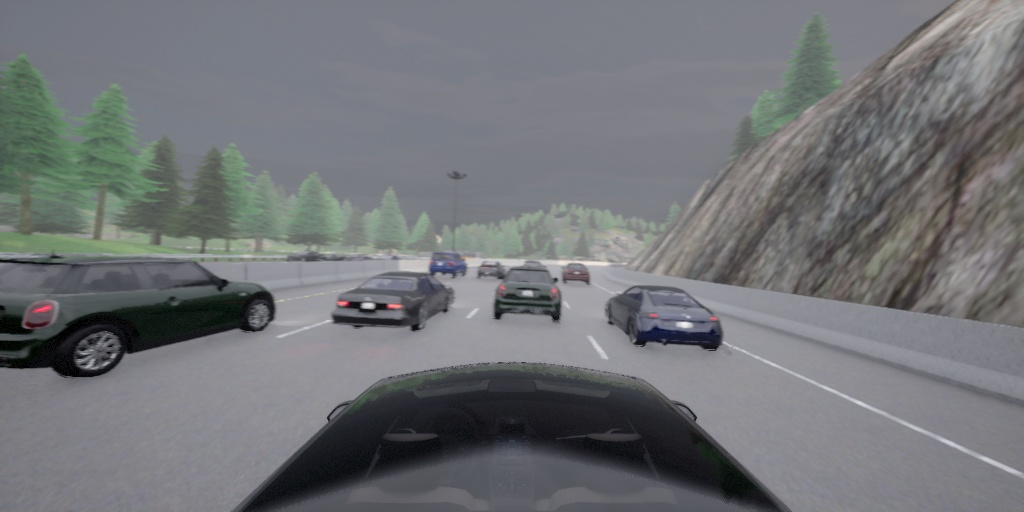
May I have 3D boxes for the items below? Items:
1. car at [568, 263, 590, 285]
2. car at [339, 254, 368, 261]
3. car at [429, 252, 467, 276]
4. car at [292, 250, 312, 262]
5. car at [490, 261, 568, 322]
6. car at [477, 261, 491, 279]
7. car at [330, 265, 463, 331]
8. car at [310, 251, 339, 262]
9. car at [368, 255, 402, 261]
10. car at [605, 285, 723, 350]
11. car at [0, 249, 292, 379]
[{"bbox_3d":[5.269,1.345,30.082,2.097,1.767,4.553,3,0,5],"label":"car"},{"bbox_3d":[-18.045,0.475,42.566,1.994,1.385,4.181,3,0,8],"label":"car"},{"bbox_3d":[-5.274,0.723,30.112,2.150,2.045,5.566,3,0,5],"label":"car"},{"bbox_3d":[-24.966,0.066,43.528,1.882,1.535,5.008,3,0,8],"label":"car"},{"bbox_3d":[0.588,1.129,12.801,2.097,1.767,4.553,3,0,3],"label":"car"},{"bbox_3d":[-1.710,1.159,30.637,2.128,1.511,4.902,3,0,6],"label":"car"},{"bbox_3d":[-3.052,1.154,10.429,2.033,1.411,5.357,3,0,3],"label":"car"},{"bbox_3d":[-21.486,0.348,43.210,1.895,1.301,4.718,3,0,8],"label":"car"},{"bbox_3d":[-14.556,0.610,42.259,1.812,1.442,4.674,3,0,8],"label":"car"},{"bbox_3d":[3.921,1.495,9.911,1.994,1.385,4.181,3,0,3],"label":"car"},{"bbox_3d":[-6.747,0.786,6.724,2.097,1.767,4.553,3,0,3],"label":"car"}]
